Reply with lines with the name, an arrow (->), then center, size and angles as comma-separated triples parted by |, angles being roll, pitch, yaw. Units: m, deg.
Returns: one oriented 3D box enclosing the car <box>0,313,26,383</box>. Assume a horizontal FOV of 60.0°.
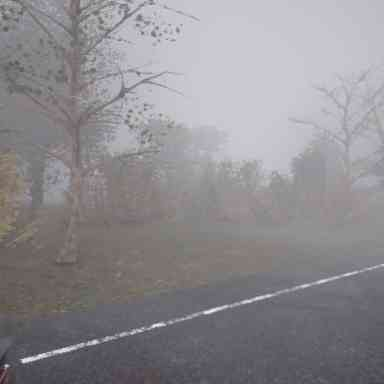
car -> -3.490, 1.505, 1.506 | 4.892, 1.490, 1.837 | 0, 0, -35
